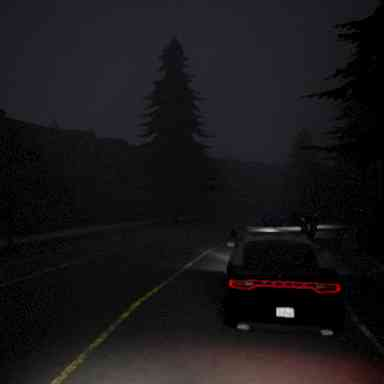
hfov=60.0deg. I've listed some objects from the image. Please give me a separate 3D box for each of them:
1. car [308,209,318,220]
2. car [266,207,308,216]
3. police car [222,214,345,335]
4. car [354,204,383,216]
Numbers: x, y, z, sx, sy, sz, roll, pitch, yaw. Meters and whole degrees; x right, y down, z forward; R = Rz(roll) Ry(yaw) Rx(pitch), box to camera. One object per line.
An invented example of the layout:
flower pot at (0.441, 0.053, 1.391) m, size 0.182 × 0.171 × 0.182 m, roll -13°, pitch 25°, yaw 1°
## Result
car at (6.771, 1.751, 21.249) m, size 1.837 × 1.490 × 4.892 m, roll 0°, pitch -1°, yaw 29°
car at (4.345, 1.666, 16.143) m, size 1.882 × 1.535 × 5.008 m, roll 0°, pitch -1°, yaw 22°
police car at (1.760, 1.510, 7.208) m, size 1.930 × 1.638 × 5.238 m, roll 0°, pitch -1°, yaw 10°
car at (20.105, 1.982, 37.360) m, size 4.181 × 1.385 × 1.994 m, roll 0°, pitch -1°, yaw -34°
